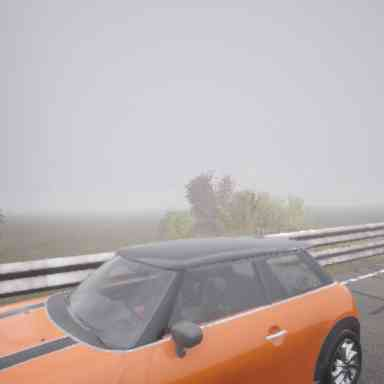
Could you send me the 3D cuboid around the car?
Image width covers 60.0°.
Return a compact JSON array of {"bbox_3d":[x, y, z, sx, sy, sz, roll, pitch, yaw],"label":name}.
[{"bbox_3d":[-0.250,1.352,3.496,4.553,1.767,2.097,0,0,-35],"label":"car"}]
